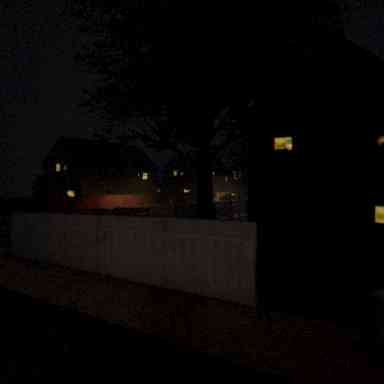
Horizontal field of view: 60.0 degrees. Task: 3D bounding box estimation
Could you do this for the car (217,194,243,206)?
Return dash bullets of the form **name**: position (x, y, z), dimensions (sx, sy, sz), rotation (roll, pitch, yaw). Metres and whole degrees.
- **car**: position (4.906, 1.019, 42.838), dimensions (2.128, 1.511, 4.902), rotation (1, 2, 35)
